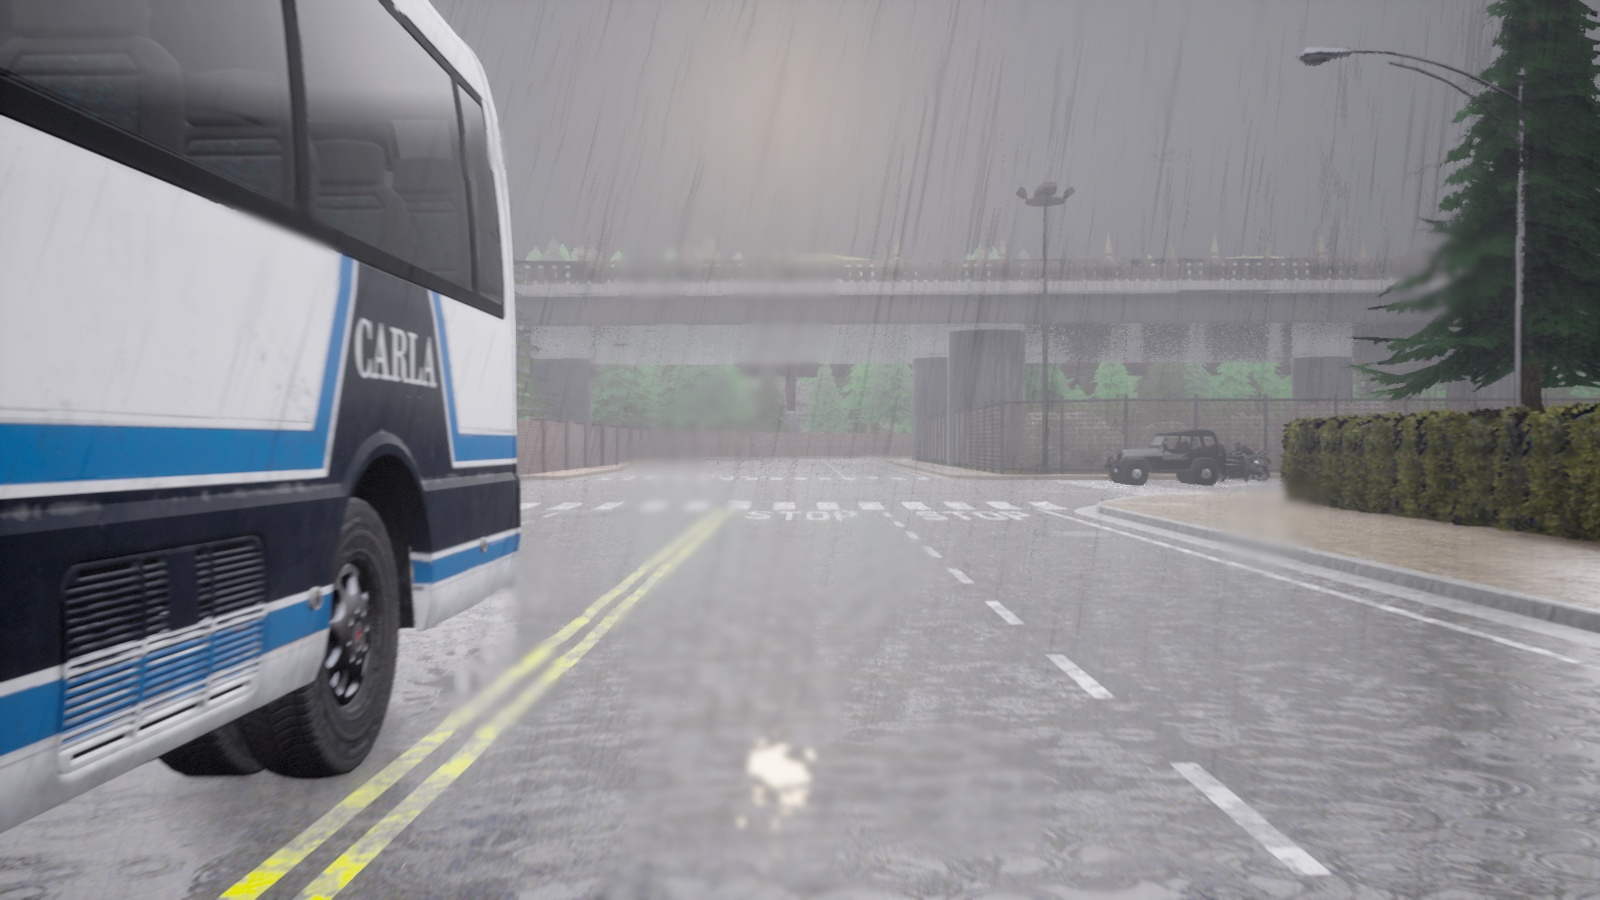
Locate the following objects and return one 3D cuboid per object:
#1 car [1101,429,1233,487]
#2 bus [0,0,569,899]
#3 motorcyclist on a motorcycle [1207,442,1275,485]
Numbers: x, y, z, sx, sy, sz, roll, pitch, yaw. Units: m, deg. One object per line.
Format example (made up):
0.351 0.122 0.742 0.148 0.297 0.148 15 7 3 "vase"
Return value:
12.266 0.259 42.127 3.866 1.878 1.905 0 0 -1 "car"
-3.476 -0.649 2.971 3.944 4.253 10.273 0 0 0 "bus"
16.028 0.481 45.663 2.191 1.530 0.866 0 0 0 "motorcyclist on a motorcycle"
